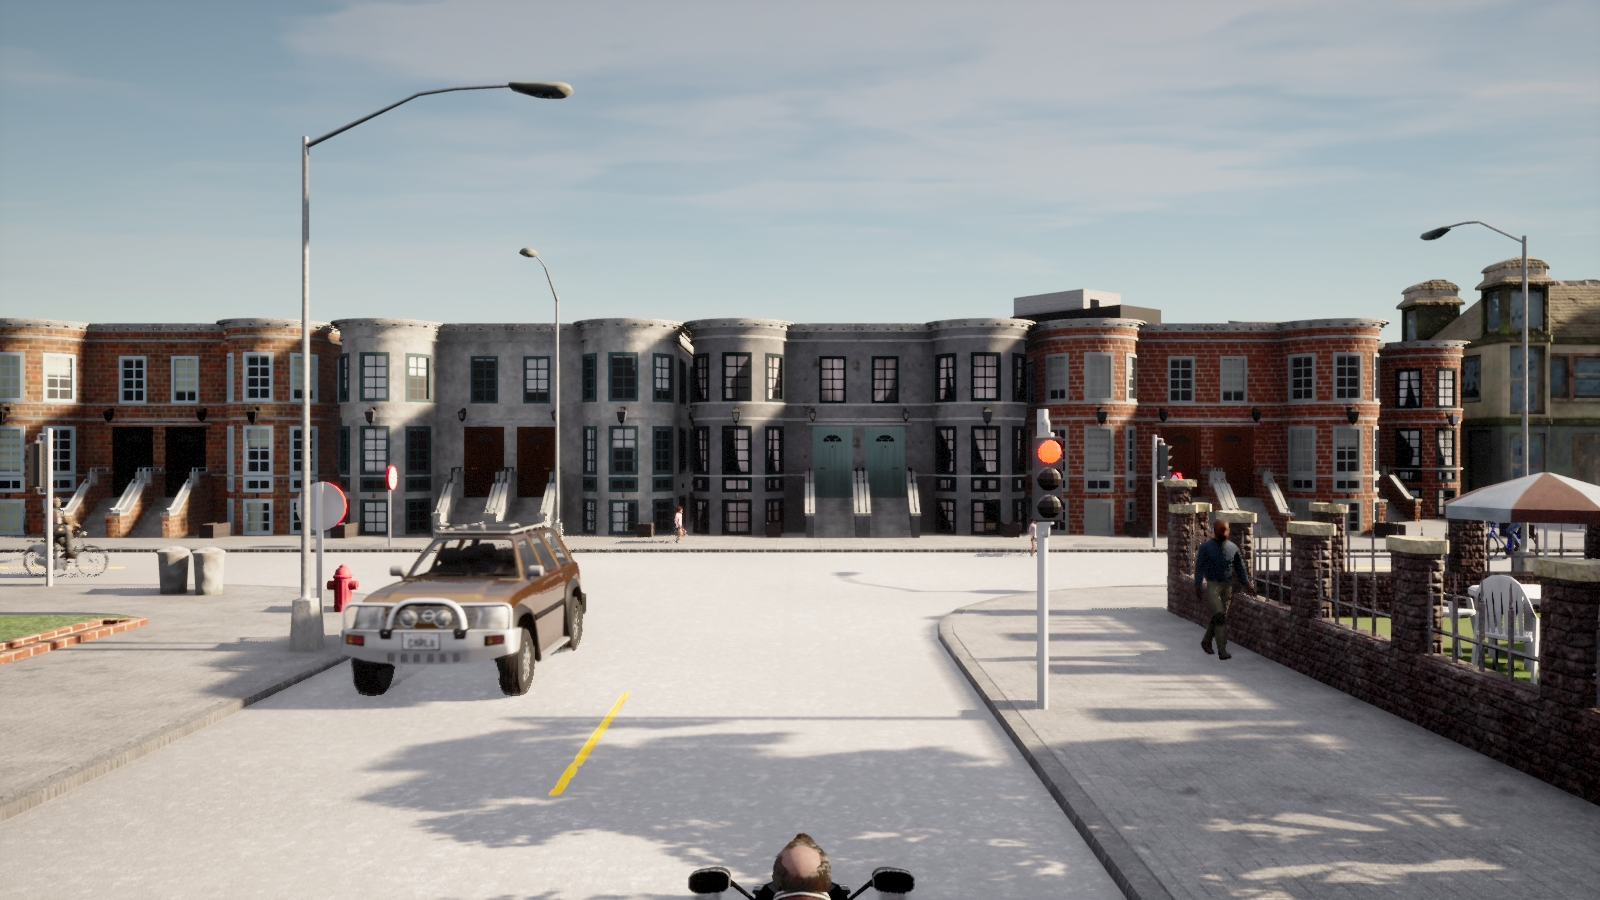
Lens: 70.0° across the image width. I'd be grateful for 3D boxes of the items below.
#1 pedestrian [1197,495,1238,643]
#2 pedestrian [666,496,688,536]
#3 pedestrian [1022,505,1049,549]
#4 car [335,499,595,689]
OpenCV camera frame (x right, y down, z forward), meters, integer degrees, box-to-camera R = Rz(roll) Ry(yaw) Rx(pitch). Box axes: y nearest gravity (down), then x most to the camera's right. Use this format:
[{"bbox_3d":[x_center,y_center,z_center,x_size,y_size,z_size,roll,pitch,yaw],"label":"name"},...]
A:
[{"bbox_3d":[5.347,1.510,14.641,0.375,1.860,0.375,0,0,-2],"label":"pedestrian"},{"bbox_3d":[-3.517,1.891,32.724,0.500,1.100,0.500,0,0,12],"label":"pedestrian"},{"bbox_3d":[6.117,1.997,29.719,0.500,1.100,0.500,0,0,-21],"label":"pedestrian"},{"bbox_3d":[-3.986,1.639,14.493,1.932,1.855,4.605,0,0,0],"label":"car"}]
